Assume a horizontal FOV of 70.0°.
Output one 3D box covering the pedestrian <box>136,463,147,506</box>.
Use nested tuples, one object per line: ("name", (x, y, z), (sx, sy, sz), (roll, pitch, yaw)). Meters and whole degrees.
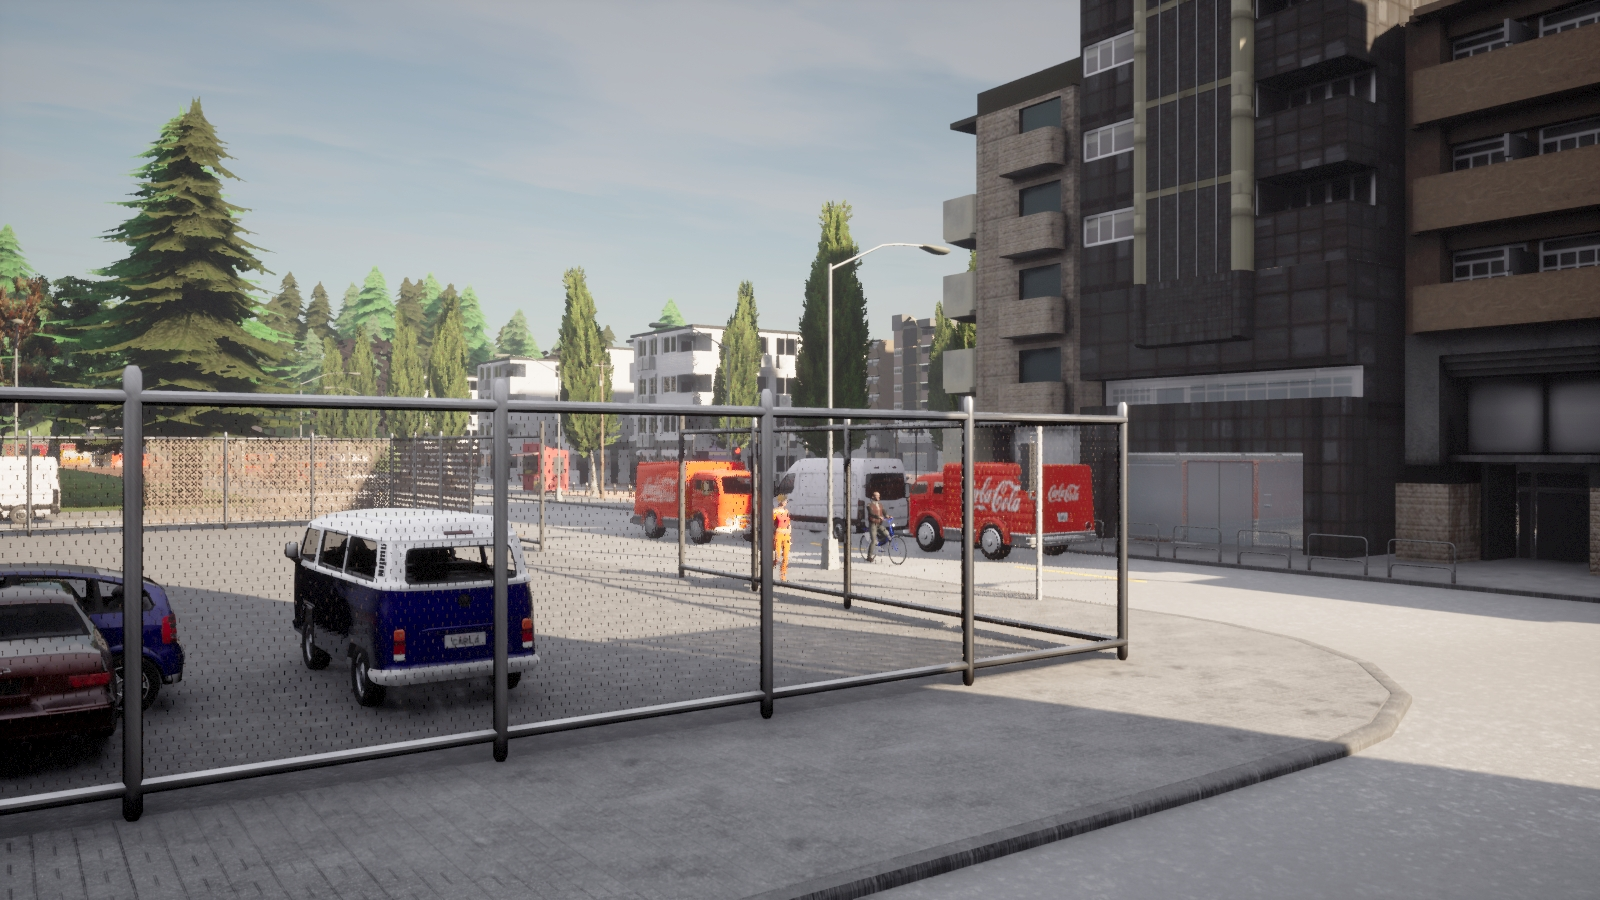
("pedestrian", (-29.211, 1.526, 50.700), (0.375, 1.860, 0.375), (0, 0, -35))

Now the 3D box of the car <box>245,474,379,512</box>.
("car", (-21.166, 1.842, 49.658), (4.892, 1.480, 2.231), (0, 0, -39))

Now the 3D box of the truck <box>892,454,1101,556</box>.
("truck", (5.157, 1.349, 30.740), (2.627, 2.467, 5.204), (0, 0, -35))

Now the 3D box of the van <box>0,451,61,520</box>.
("van", (-31.140, 1.314, 42.654), (5.915, 2.561, 1.988), (0, 0, -34))

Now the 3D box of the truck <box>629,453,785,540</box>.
("truck", (-2.985, 1.353, 35.535), (2.627, 2.467, 5.204), (0, 0, -34))

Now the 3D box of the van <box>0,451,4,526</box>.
("van", (-30.384, 1.314, 38.452), (5.915, 2.561, 1.988), (0, 0, -35))

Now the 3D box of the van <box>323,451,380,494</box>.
("van", (-27.847, 1.314, 70.790), (1.988, 2.561, 5.915), (0, 0, -35))

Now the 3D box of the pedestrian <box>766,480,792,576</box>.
("pedestrian", (-0.409, 1.524, 22.479), (0.375, 1.860, 0.375), (0, 0, -35))

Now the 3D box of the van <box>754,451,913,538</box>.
("van", (0.943, 1.314, 36.724), (1.988, 2.561, 5.915), (0, 0, -35))
